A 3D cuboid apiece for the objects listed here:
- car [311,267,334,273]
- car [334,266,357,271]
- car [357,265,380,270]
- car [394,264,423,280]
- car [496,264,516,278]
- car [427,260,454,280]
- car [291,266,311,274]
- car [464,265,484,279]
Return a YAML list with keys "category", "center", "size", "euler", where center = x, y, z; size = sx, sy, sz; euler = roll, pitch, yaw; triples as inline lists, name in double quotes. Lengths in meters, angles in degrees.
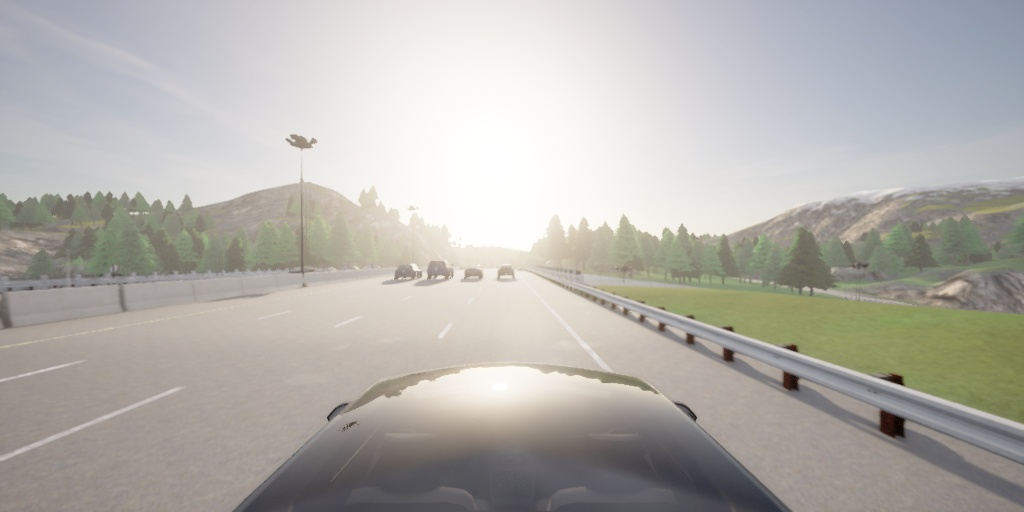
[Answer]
- category: "car"
  center: [-29.124, 2.364, 56.422]
  size: [1.994, 1.385, 4.181]
  euler: [-1, -1, -1]
- category: "car"
  center: [-25.631, 2.267, 56.502]
  size: [1.837, 1.490, 4.892]
  euler: [-1, -1, -1]
- category: "car"
  center: [-22.136, 2.202, 56.579]
  size: [1.882, 1.535, 5.008]
  euler: [-1, -1, -1]
- category: "car"
  center: [-11.155, 1.627, 39.035]
  size: [2.097, 1.767, 4.553]
  euler: [-1, -1, -1]
- category: "car"
  center: [-0.660, 1.666, 39.612]
  size: [1.837, 1.490, 4.892]
  euler: [-1, -1, -1]
- category: "car"
  center: [-7.647, 1.450, 38.693]
  size: [2.150, 2.045, 5.566]
  euler: [-1, -1, -1]
- category: "car"
  center: [-32.617, 2.318, 56.305]
  size: [1.882, 1.535, 5.008]
  euler: [-1, -1, -1]
- category: "car"
  center: [-4.163, 1.694, 39.669]
  size: [2.128, 1.511, 4.902]
  euler: [-1, -1, -1]
